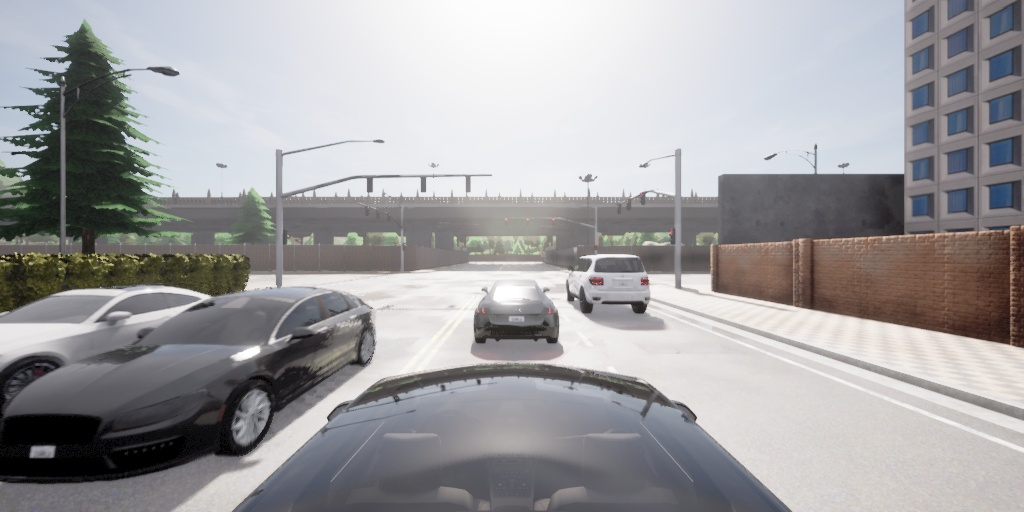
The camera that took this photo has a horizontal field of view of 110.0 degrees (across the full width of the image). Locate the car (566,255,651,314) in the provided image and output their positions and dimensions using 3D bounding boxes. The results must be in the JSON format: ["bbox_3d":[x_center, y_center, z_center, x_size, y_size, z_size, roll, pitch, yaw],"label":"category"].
[{"bbox_3d":[3.499,0.969,13.998,2.150,2.045,5.566,0,0,0],"label":"car"}]

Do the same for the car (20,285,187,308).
[{"bbox_3d":[-7.056,1.275,6.181,1.812,1.442,4.674,0,0,0],"label":"car"}]

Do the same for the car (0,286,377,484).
[{"bbox_3d":[-3.558,1.255,5.159,1.837,1.490,4.892,0,0,0],"label":"car"}]

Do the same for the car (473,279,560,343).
[{"bbox_3d":[0.099,1.312,9.655,1.994,1.385,4.181,0,0,0],"label":"car"}]
